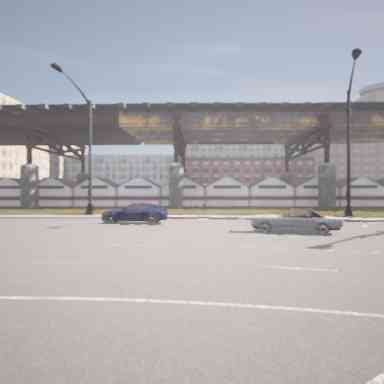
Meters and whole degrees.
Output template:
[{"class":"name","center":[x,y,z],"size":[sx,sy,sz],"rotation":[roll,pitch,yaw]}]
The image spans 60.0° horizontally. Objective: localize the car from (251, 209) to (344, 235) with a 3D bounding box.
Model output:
[{"class":"car","center":[5.608,1.577,18.219],"size":[4.718,1.301,1.895],"rotation":[0,0,13]}]

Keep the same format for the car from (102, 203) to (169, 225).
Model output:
[{"class":"car","center":[-3.941,1.509,23.369],"size":[4.674,1.442,1.812],"rotation":[0,-1,2]}]
